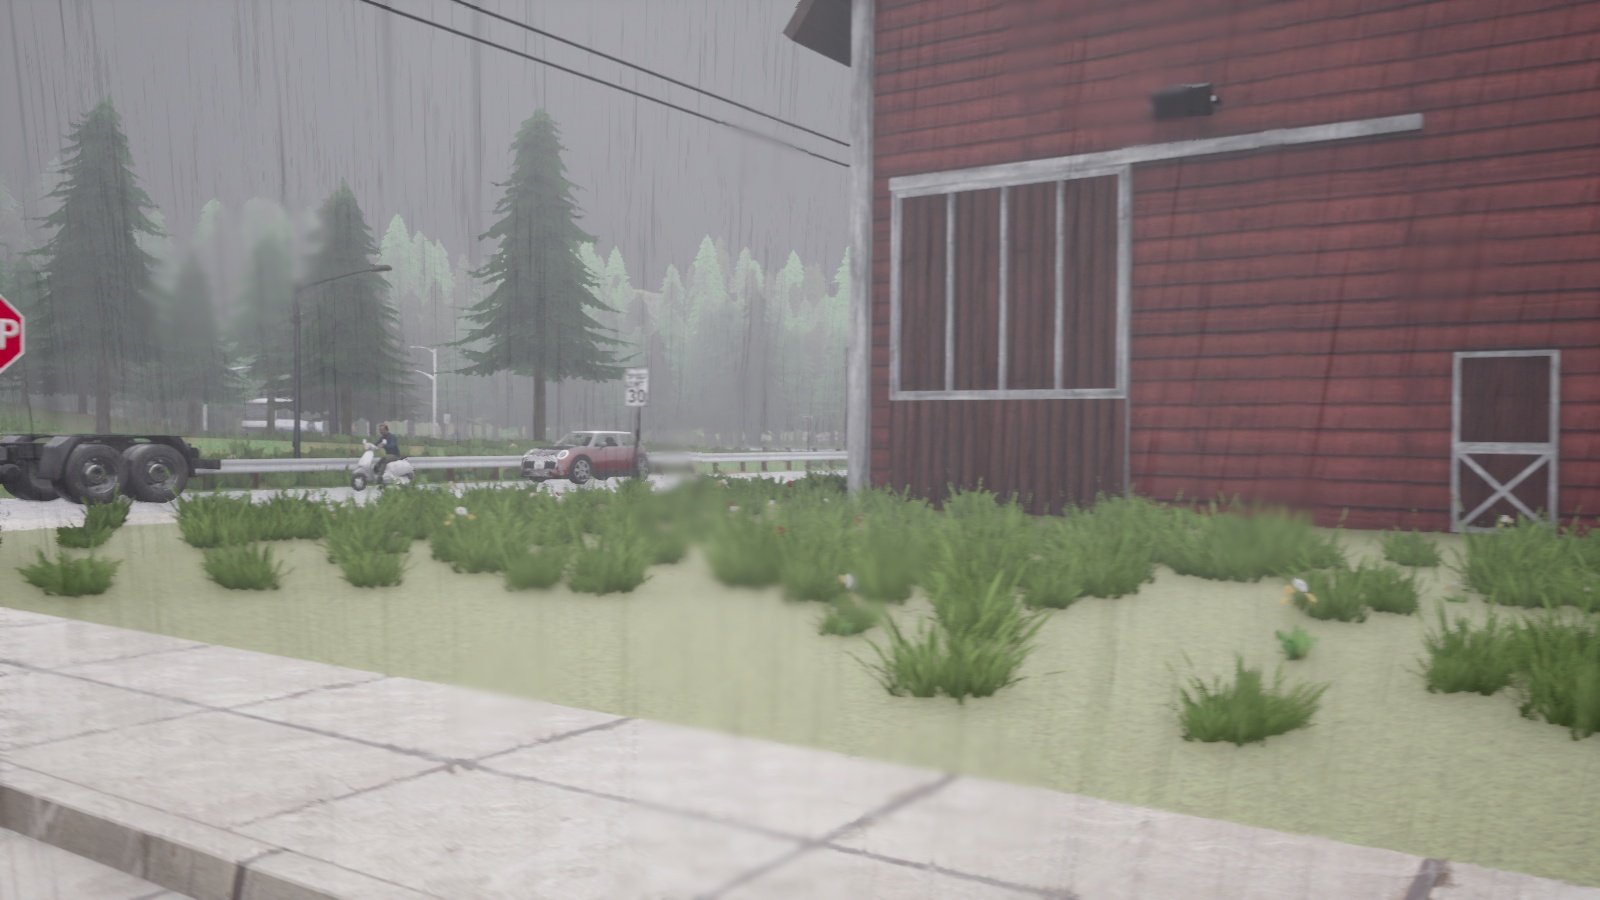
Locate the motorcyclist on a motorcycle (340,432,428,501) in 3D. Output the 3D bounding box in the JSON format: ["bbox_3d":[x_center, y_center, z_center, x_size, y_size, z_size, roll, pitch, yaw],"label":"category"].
[{"bbox_3d":[-9.975,0.364,30.153,0.866,1.590,1.817,0,1,35],"label":"motorcyclist on a motorcycle"}]

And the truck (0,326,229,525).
[{"bbox_3d":[-14.992,-0.427,22.886,2.891,3.462,7.936,0,1,35],"label":"truck"}]

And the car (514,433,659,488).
[{"bbox_3d":[-6.040,0.262,35.855,1.970,1.475,3.806,0,1,35],"label":"car"}]
